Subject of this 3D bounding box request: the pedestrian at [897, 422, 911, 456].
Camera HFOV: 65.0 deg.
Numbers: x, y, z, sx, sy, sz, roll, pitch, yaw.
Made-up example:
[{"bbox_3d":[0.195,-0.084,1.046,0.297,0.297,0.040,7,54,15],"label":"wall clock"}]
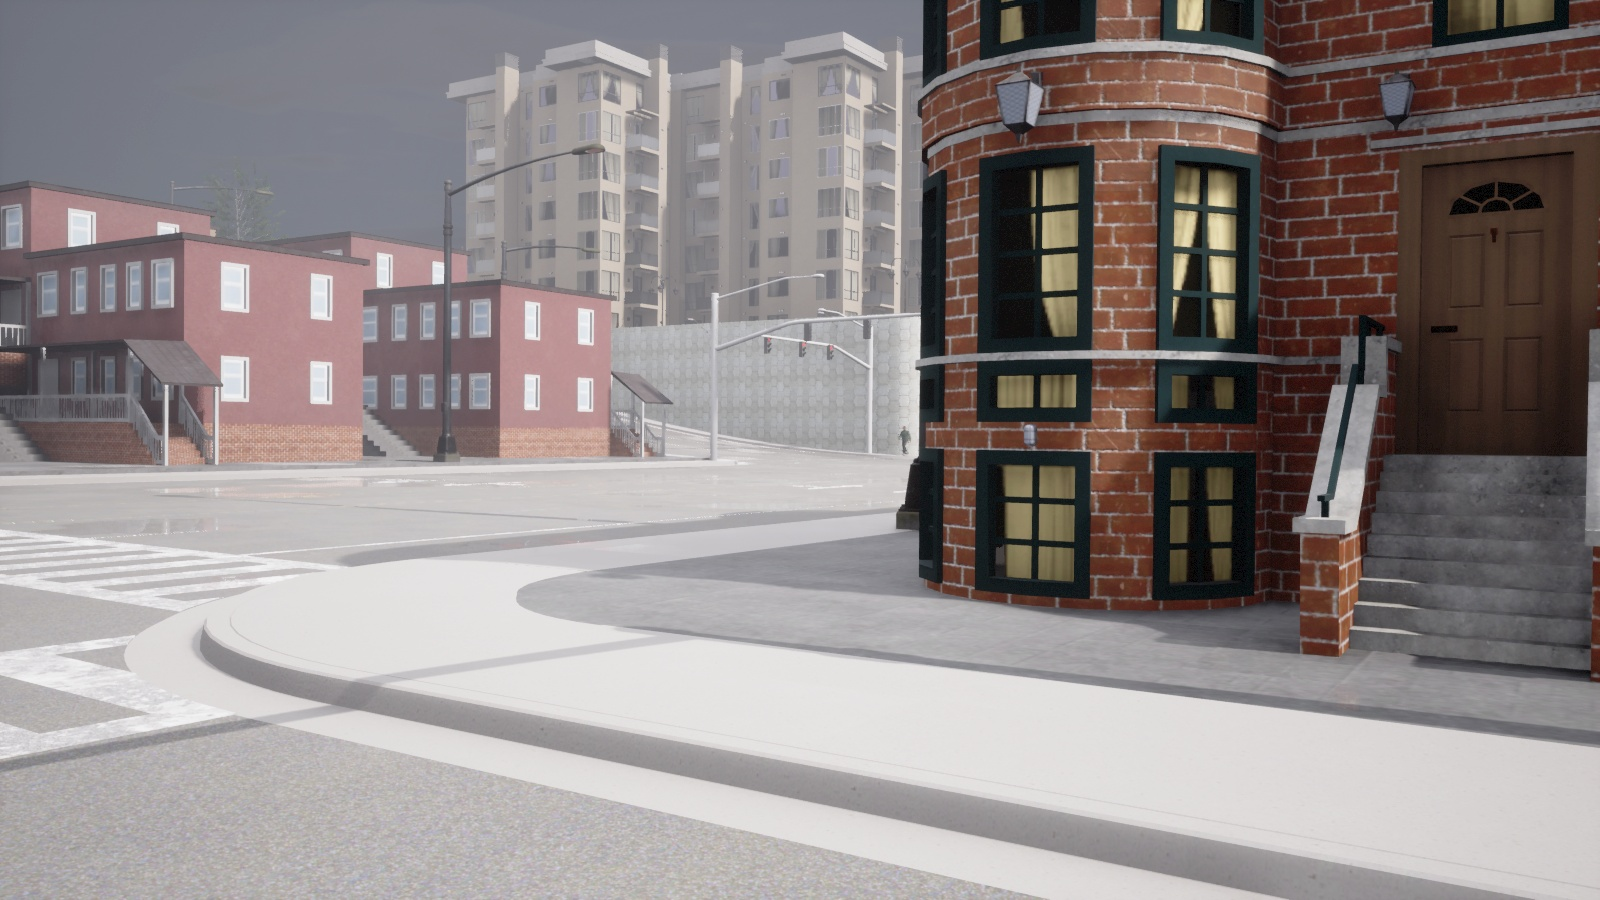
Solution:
[{"bbox_3d":[5.897,-0.623,71.201,0.423,1.949,0.788,0,1,34],"label":"pedestrian"}]
